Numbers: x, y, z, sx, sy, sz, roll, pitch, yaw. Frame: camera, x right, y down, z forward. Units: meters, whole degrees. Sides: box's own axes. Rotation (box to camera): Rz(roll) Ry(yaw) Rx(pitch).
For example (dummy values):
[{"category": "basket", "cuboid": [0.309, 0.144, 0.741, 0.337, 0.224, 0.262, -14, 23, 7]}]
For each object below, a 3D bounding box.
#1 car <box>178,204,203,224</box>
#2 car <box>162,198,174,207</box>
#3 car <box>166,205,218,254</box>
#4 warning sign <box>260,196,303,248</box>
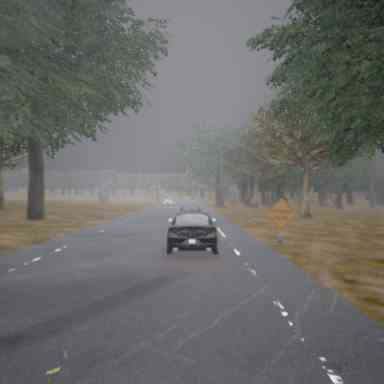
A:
[{"category": "car", "cuboid": [-0.101, 1.707, 27.032, 1.895, 1.301, 4.718, 0, 0, 0]}, {"category": "car", "cuboid": [-4.156, 1.810, 58.720, 1.812, 1.442, 4.674, 0, 0, -1]}, {"category": "car", "cuboid": [0.012, 1.529, 13.822, 1.882, 1.535, 5.008, 0, 0, 0]}, {"category": "warning sign", "cuboid": [3.558, 1.165, 13.339, 1.300, 1.860, 1.060, 3, 2, 0]}]
